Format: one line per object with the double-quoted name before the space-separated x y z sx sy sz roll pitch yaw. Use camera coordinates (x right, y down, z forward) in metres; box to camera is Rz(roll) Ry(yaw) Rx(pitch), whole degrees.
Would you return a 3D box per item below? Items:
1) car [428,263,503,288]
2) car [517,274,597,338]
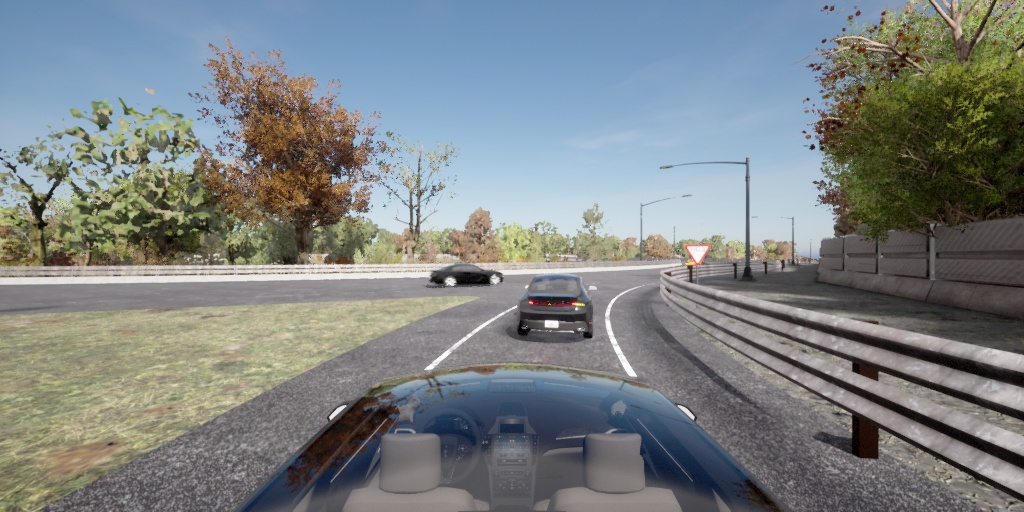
"car" -3.003 1.227 23.752 5.008 1.535 1.882 0 0 -27
"car" 1.345 1.254 10.275 1.837 1.490 4.892 0 0 11
